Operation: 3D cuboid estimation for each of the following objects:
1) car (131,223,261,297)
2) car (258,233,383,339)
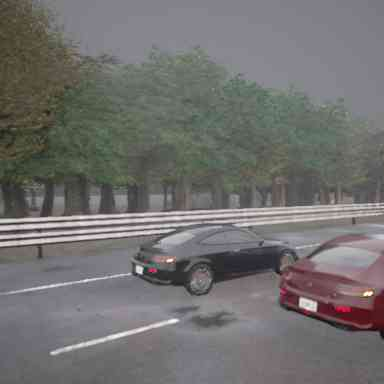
[{"bbox_3d":[0.728,1.520,8.569,4.674,1.442,1.812,0,0,-35],"label":"car"},{"bbox_3d":[3.612,1.518,6.329,4.674,1.442,1.812,0,0,-36],"label":"car"}]
